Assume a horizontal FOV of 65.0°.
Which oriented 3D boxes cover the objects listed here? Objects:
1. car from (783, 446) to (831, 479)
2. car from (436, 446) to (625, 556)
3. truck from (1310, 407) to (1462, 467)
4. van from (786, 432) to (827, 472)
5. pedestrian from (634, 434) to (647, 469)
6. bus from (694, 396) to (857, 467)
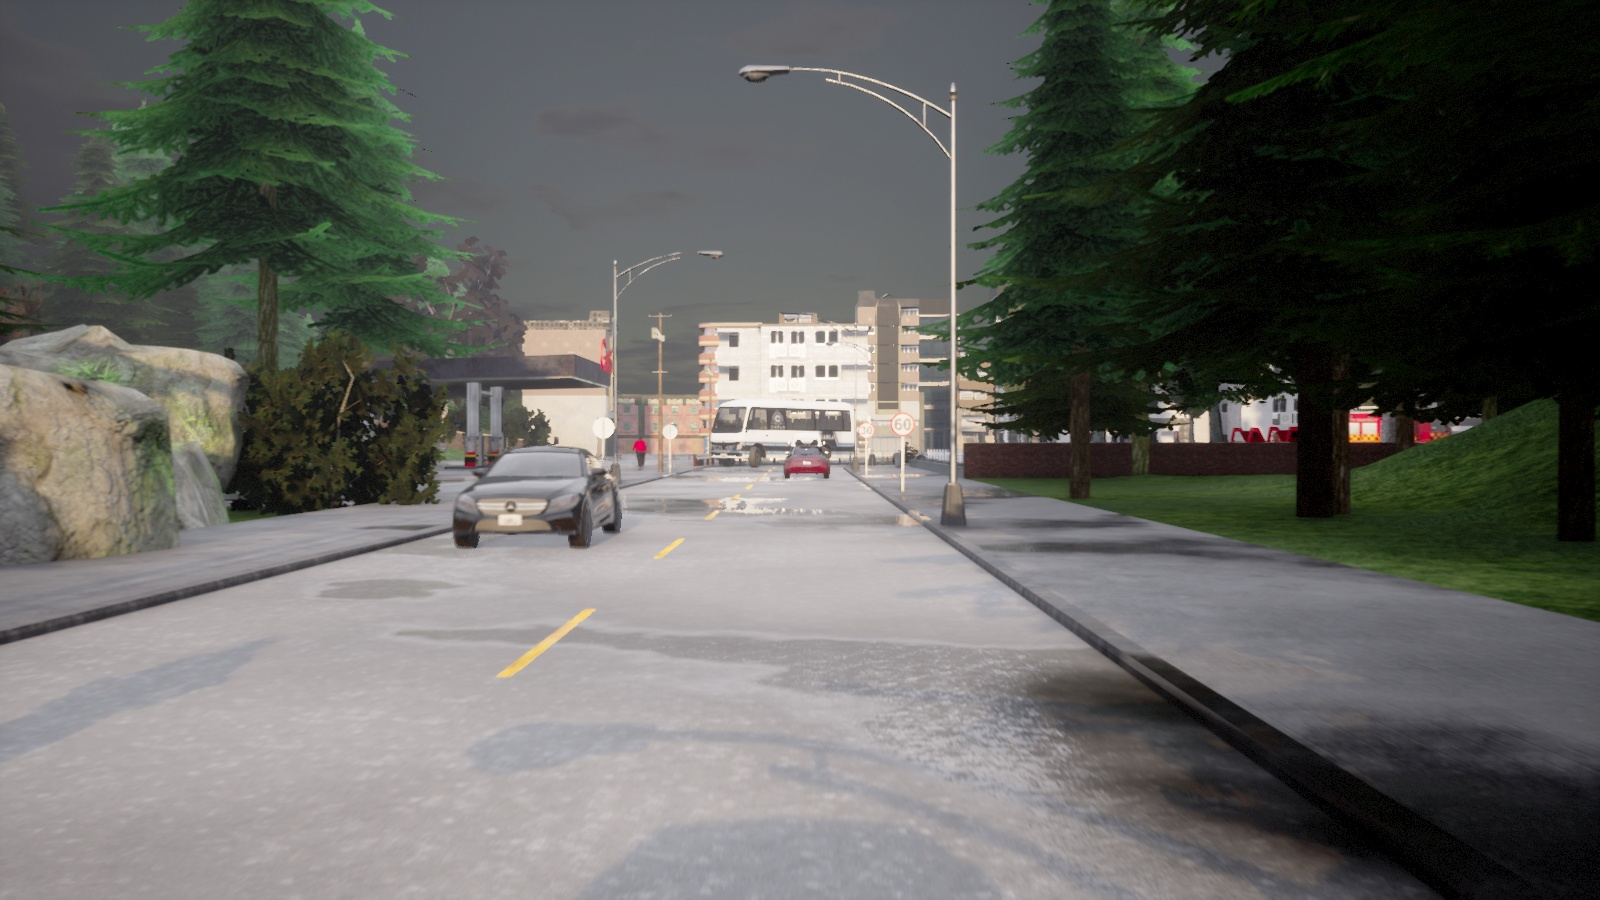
[{"bbox_3d":[0.293,0.504,54.311,1.994,1.385,4.181,0,0,0],"label":"car"},{"bbox_3d":[-3.877,0.663,18.865,1.812,1.442,4.674,0,0,0],"label":"car"},{"bbox_3d":[37.791,-0.846,81.190,8.468,3.827,2.891,0,0,0],"label":"truck"},{"bbox_3d":[0.347,0.093,66.852,2.069,2.038,4.480,0,0,0],"label":"van"},{"bbox_3d":[-8.444,0.074,66.533,0.634,1.844,0.899,0,0,-4],"label":"pedestrian"},{"bbox_3d":[-1.425,-1.090,80.015,10.273,4.253,3.944,1,0,-42],"label":"bus"}]
